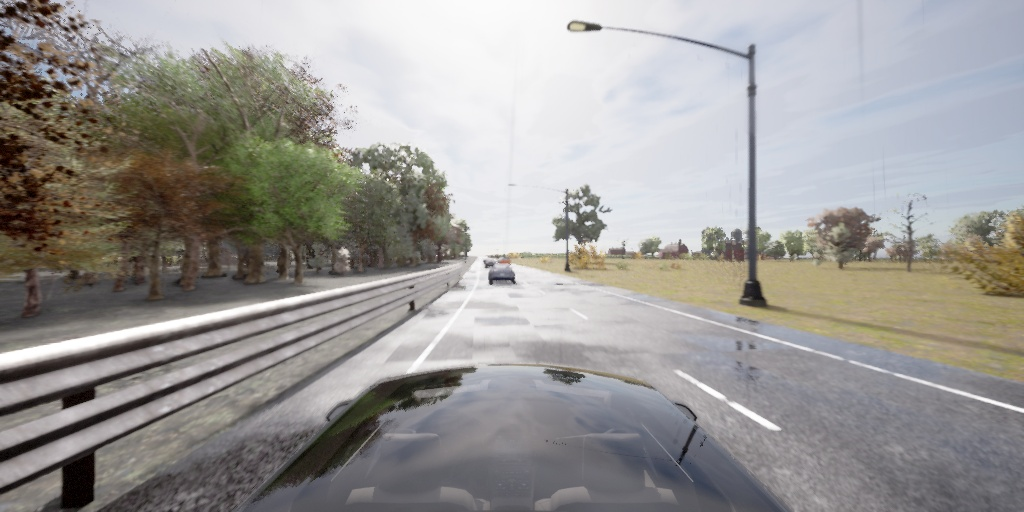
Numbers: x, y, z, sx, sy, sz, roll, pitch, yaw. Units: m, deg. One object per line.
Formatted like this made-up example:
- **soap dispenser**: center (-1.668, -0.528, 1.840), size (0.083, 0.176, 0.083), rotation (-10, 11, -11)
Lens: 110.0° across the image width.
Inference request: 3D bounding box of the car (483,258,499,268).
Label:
- **car**: center (-3.491, 1.235, 58.620), size (1.812, 1.442, 4.674), rotation (0, 0, -5)

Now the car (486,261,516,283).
- **car**: center (-0.821, 1.297, 27.530), size (1.994, 1.385, 4.181), rotation (0, 0, -4)
